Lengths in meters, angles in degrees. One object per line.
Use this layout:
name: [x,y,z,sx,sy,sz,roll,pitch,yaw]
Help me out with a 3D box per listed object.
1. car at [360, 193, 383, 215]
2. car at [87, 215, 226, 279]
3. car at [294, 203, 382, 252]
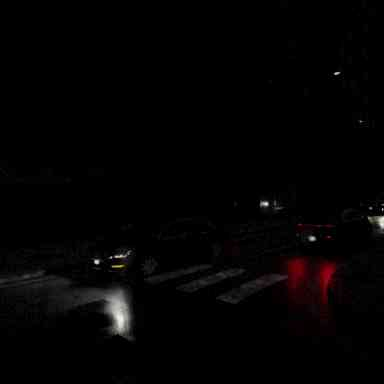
car: [17.567,1.086,31.431,2.150,2.045,5.566,-2,-1,41]
car: [-0.854,1.530,10.357,1.837,1.490,4.892,-2,-1,41]
car: [5.819,1.396,13.509,2.128,1.511,4.902,-2,-1,41]
